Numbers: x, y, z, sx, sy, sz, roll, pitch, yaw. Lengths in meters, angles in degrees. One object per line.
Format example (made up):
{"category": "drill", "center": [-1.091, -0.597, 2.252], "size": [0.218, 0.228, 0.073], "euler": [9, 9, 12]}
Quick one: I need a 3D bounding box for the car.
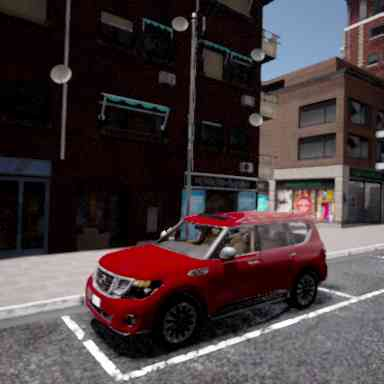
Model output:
{"category": "car", "center": [0.607, 1.356, 6.495], "size": [5.009, 1.841, 2.192], "euler": [1, 1, -35]}
